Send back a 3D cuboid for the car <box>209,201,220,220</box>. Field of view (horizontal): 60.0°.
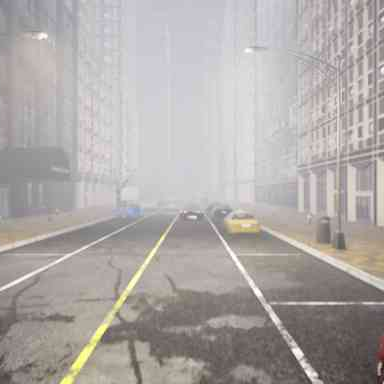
[{"bbox_3d":[2.692,1.756,30.055,1.947,1.339,4.313,0,0,0],"label":"car"}]

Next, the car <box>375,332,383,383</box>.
[{"bbox_3d":[2.686,1.556,1.563,1.887,1.381,4.507,0,0,0],"label":"car"}]

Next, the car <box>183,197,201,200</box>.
[{"bbox_3d":[0.009,1.900,54.590,1.994,1.385,4.181,0,0,0],"label":"car"}]

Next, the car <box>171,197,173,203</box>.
[{"bbox_3d":[-5.683,1.724,69.948,2.192,1.841,5.009,0,0,0],"label":"car"}]

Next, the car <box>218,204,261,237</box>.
[{"bbox_3d":[2.690,1.648,18.828,1.752,1.417,4.829,0,0,0],"label":"car"}]

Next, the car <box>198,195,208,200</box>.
[{"bbox_3d":[2.699,1.751,75.642,2.192,1.841,5.009,0,0,0],"label":"car"}]

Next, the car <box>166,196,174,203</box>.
[{"bbox_3d":[-5.680,1.928,87.042,1.967,1.590,4.097,0,0,0],"label":"car"}]

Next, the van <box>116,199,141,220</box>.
[{"bbox_3d":[-5.690,1.532,30.061,1.690,1.788,3.998,0,0,0],"label":"van"}]

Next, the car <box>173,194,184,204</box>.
[{"bbox_3d":[-2.988,1.551,74.709,2.150,2.045,5.566,0,0,0],"label":"car"}]

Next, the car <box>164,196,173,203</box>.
[{"bbox_3d":[-5.681,1.903,81.343,1.967,1.590,4.097,0,0,0],"label":"car"}]

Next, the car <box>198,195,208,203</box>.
[{"bbox_3d":[2.699,1.777,81.340,2.192,1.841,5.009,0,0,0],"label":"car"}]

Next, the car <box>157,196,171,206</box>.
[{"bbox_3d":[-5.683,1.925,64.248,1.887,1.381,4.507,0,0,0],"label":"car"}]

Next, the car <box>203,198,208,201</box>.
[{"bbox_3d":[2.693,1.822,41.451,1.947,1.339,4.313,0,0,0],"label":"car"}]

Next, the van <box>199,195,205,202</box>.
[{"bbox_3d":[2.701,1.854,92.736,1.690,1.788,3.998,0,0,0],"label":"van"}]

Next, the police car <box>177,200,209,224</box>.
[{"bbox_3d":[0.007,1.680,26.674,2.038,1.542,4.974,0,0,0],"label":"police car"}]
